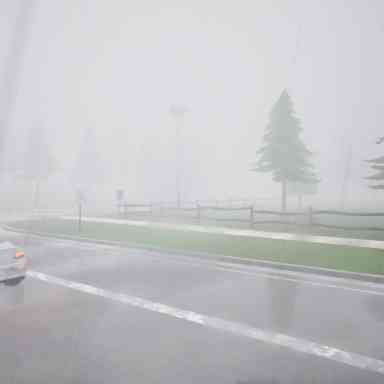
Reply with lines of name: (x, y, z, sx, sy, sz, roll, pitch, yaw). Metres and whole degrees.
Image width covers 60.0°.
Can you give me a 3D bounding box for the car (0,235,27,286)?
car: (-5.847, 1.526, 8.114, 4.674, 1.442, 1.812, 0, 0, 36)
